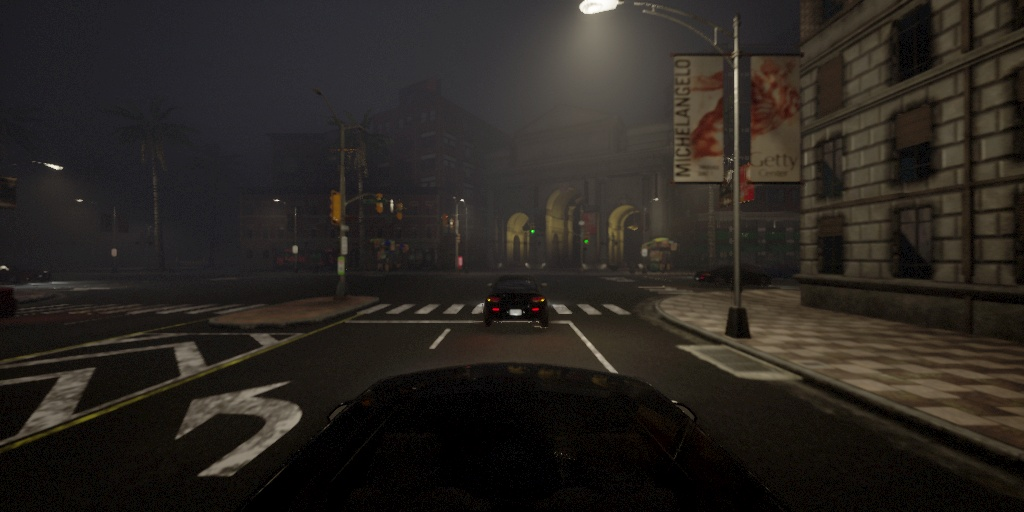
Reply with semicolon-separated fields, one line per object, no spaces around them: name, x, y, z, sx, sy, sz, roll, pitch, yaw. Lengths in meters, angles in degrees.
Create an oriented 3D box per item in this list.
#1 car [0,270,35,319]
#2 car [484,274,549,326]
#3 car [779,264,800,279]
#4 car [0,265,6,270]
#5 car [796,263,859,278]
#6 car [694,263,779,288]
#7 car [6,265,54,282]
car;-15.072;1.245;8.079;1.882;1.535;5.008;0;0;-1
car;0.171;1.299;11.588;1.812;1.442;4.674;0;0;2
car;22.958;1.372;31.040;5.357;1.411;2.033;0;0;1
car;-38.305;1.413;24.389;4.718;1.301;1.895;0;0;1
car;30.157;1.397;34.364;4.181;1.385;1.994;0;0;2
car;14.657;1.333;23.941;4.674;1.442;1.812;0;0;-1
car;-38.670;1.385;27.894;4.181;1.385;1.994;0;0;1
